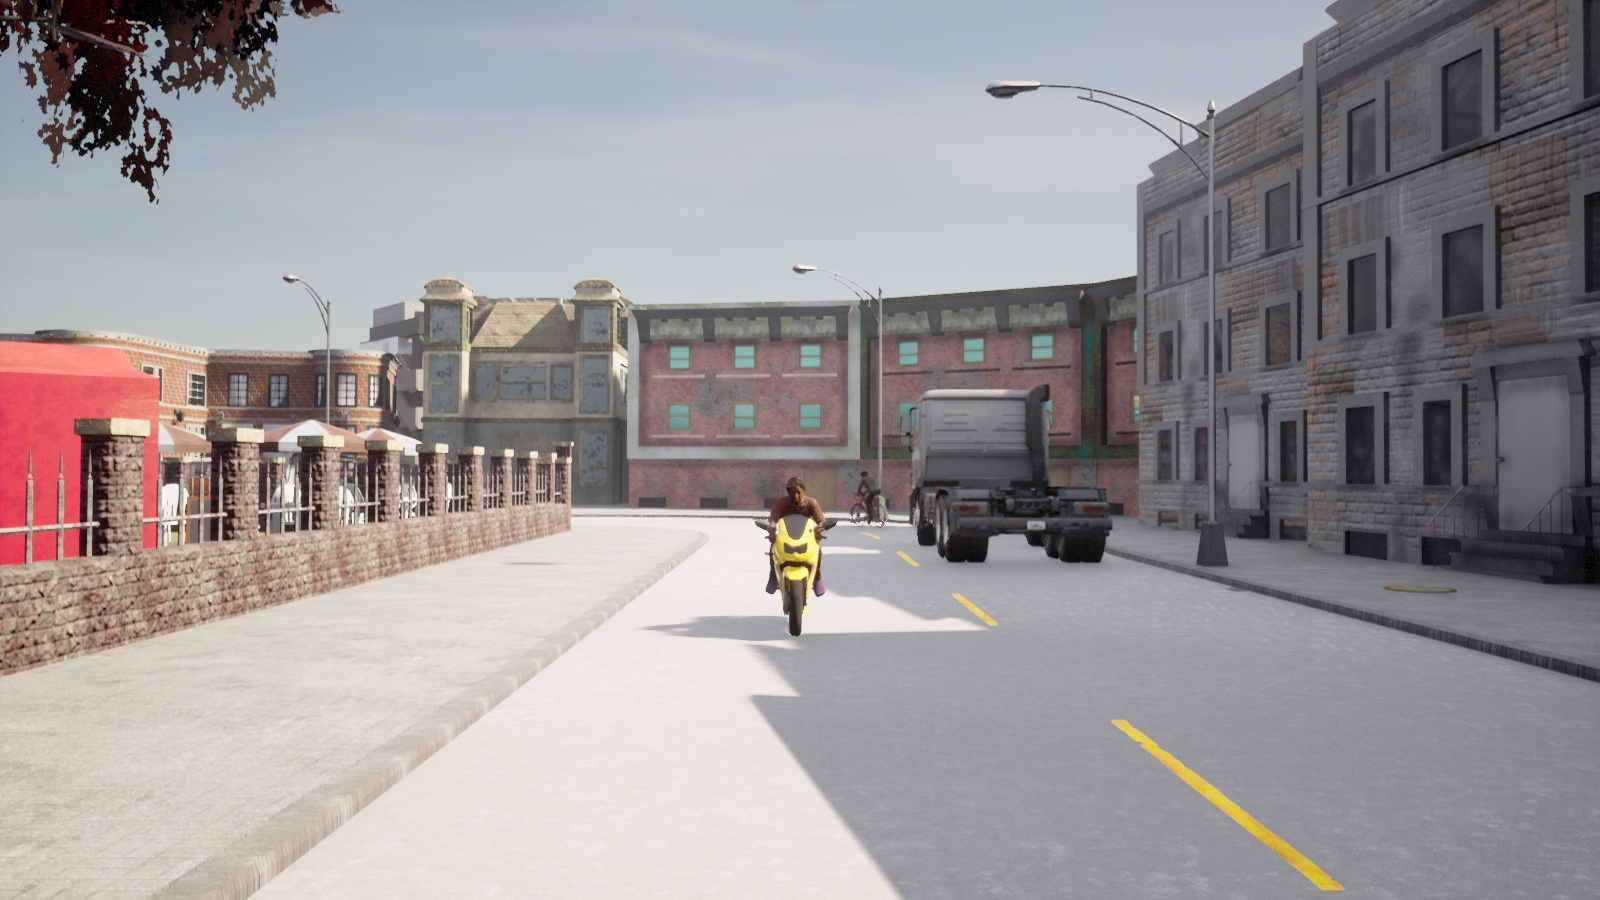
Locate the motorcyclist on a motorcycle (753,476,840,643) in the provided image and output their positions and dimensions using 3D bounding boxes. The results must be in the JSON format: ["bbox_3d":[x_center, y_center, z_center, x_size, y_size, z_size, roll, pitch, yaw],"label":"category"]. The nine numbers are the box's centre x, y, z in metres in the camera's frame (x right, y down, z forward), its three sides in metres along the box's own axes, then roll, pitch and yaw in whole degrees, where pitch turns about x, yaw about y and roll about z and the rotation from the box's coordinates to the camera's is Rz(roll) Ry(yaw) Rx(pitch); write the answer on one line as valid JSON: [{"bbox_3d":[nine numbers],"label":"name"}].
[{"bbox_3d":[-0.035,1.022,12.562,0.797,1.523,2.044,0,-1,0],"label":"motorcyclist on a motorcycle"}]

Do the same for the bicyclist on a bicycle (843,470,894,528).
[{"bbox_3d":[1.963,1.407,36.173,0.582,1.620,1.656,-1,-1,-33],"label":"bicyclist on a bicycle"}]

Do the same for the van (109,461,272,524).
[{"bbox_3d":[-19.853,1.376,41.028,4.442,1.987,1.775,-1,-1,0],"label":"van"}]

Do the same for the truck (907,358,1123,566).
[{"bbox_3d":[3.929,0.263,24.932,2.891,3.462,7.936,0,-1,0],"label":"truck"}]
